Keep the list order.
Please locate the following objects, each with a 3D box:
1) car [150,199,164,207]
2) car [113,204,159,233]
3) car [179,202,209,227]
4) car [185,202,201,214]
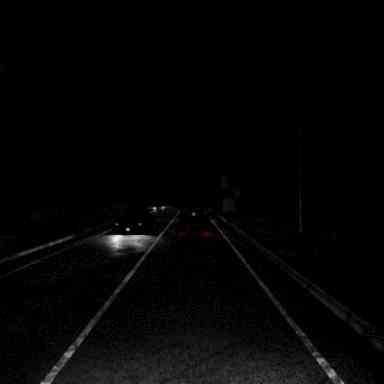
[{"bbox_3d":[-6.703,2.027,62.834,1.837,1.490,4.892,1,-1,-20],"label":"car"},{"bbox_3d":[-3.577,1.732,21.218,2.033,1.411,5.357,0,0,0],"label":"car"},{"bbox_3d":[0.126,1.567,24.718,2.097,1.767,4.553,0,-1,0],"label":"car"},{"bbox_3d":[0.089,1.925,41.491,1.994,1.385,4.181,0,0,-1],"label":"car"}]
